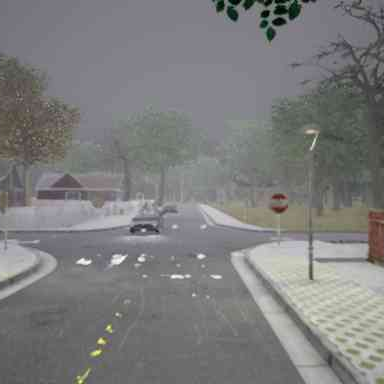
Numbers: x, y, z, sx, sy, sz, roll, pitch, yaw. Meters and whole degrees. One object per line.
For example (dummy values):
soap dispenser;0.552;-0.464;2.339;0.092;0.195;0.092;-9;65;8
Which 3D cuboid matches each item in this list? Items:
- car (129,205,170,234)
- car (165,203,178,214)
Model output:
car;-2.808;1.848;21.816;2.033;1.411;5.357;-1;0;0
car;-2.848;2.168;44.763;2.033;1.411;5.357;0;-1;0
